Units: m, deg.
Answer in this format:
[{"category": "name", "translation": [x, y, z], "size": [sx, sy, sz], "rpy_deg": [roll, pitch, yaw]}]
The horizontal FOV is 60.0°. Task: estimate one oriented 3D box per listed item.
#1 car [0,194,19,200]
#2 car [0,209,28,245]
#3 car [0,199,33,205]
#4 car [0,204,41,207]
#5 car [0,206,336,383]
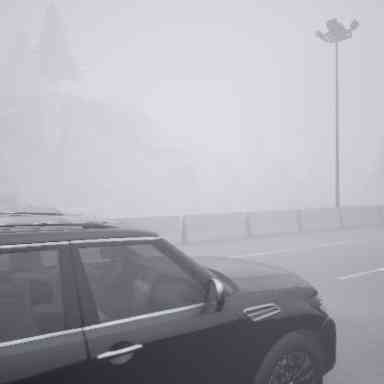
[{"category": "car", "translation": [-14.914, 1.193, 23.322], "size": [5.566, 2.045, 2.150], "rpy_deg": [-1, 0, -35]}, {"category": "car", "translation": [-9.522, 1.550, 14.260], "size": [4.181, 1.385, 1.994], "rpy_deg": [-1, 0, -35]}, {"category": "car", "translation": [-11.471, 1.451, 21.407], "size": [4.902, 1.511, 2.128], "rpy_deg": [-1, 0, -34]}, {"category": "car", "translation": [-8.847, 1.556, 18.978], "size": [4.718, 1.301, 1.895], "rpy_deg": [-1, 0, -33]}, {"category": "car", "translation": [-1.126, 1.211, 2.888], "size": [5.566, 2.045, 2.150], "rpy_deg": [0, 0, -34]}]
